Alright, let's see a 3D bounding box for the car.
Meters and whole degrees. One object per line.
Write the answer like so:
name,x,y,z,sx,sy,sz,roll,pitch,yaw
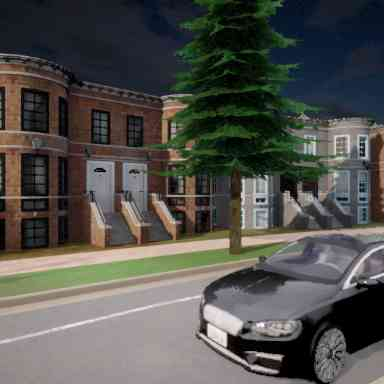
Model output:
car,2.359,1.491,5.424,4.902,1.511,2.128,0,0,-33
